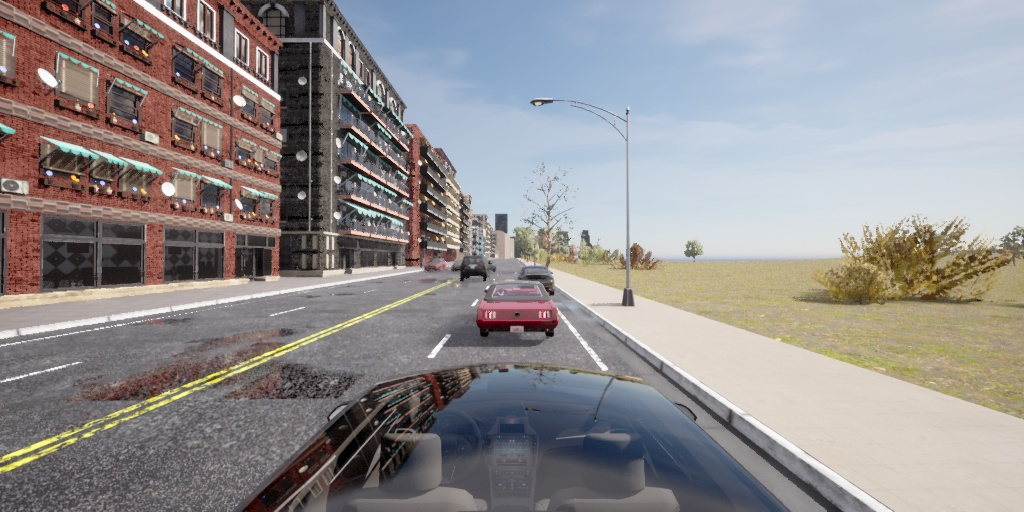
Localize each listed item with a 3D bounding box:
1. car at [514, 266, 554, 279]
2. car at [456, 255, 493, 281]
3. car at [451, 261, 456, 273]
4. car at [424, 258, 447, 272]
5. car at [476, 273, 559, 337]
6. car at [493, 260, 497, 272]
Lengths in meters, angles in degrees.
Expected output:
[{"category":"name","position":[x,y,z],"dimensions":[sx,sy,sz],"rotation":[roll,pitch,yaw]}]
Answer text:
[{"category":"car","position":[1.207,1.257,19.455],"dimensions":[1.837,1.490,4.892],"rotation":[0,0,0]},{"category":"car","position":[-3.029,0.974,30.231],"dimensions":[2.150,2.045,5.566],"rotation":[0,0,0]},{"category":"car","position":[-6.426,1.256,44.799],"dimensions":[1.837,1.490,4.892],"rotation":[0,0,0]},{"category":"car","position":[-9.673,1.103,45.475],"dimensions":[2.097,1.767,4.553],"rotation":[0,0,0]},{"category":"car","position":[0.132,1.352,10.254],"dimensions":[1.895,1.301,4.718],"rotation":[0,0,0]},{"category":"car","position":[-2.971,1.243,45.620],"dimensions":[2.128,1.511,4.902],"rotation":[0,0,0]}]
